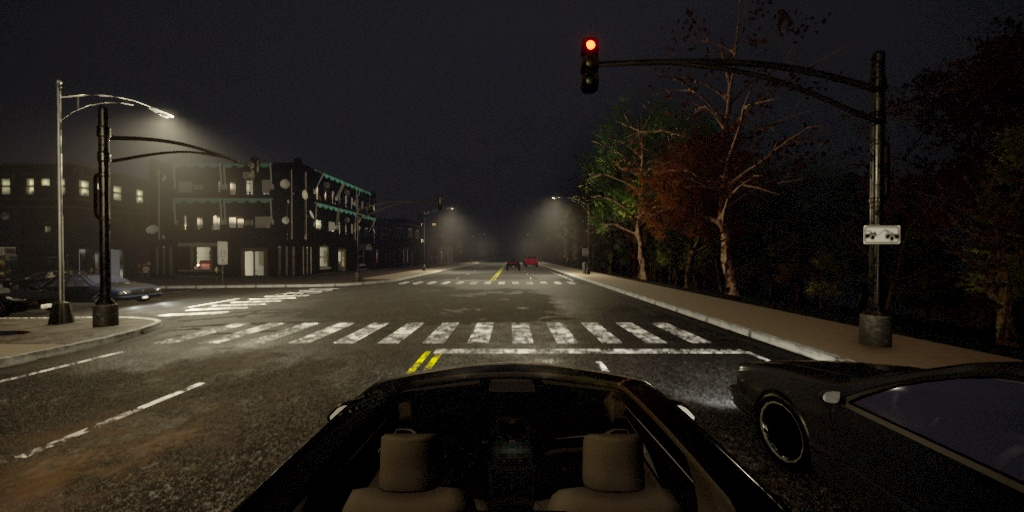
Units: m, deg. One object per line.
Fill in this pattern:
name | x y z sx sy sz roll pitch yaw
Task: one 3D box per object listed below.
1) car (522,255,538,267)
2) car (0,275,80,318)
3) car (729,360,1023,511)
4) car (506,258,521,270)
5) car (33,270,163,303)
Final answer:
car | 3.440 0.926 63.902 2.150 2.045 5.566 0 0 0
car | -19.931 1.560 13.688 4.313 1.339 1.948 0 0 0
car | 3.326 1.297 1.696 2.033 1.411 5.357 0 0 3
car | 0.175 1.217 52.022 1.837 1.490 4.892 0 -1 0
car | -19.282 1.506 16.413 5.357 1.411 2.033 -1 1 3
